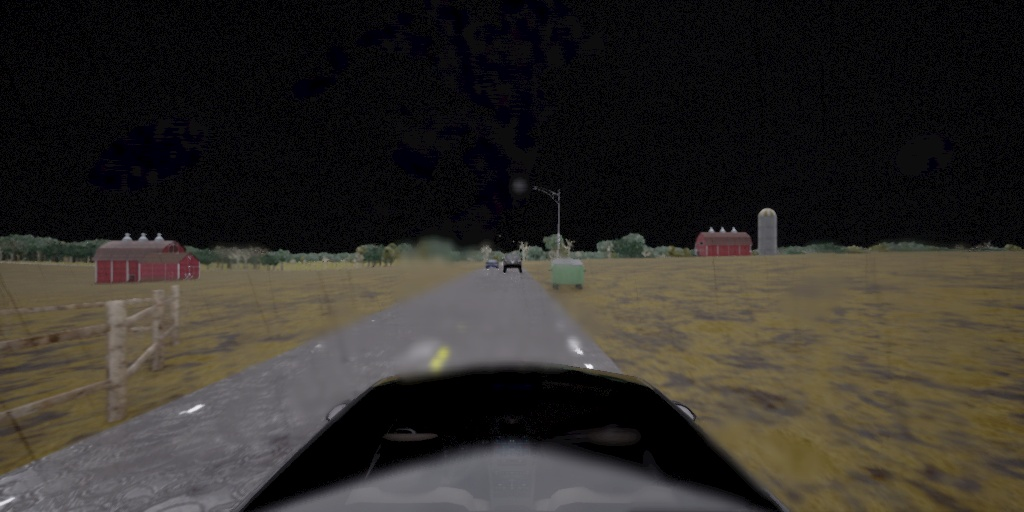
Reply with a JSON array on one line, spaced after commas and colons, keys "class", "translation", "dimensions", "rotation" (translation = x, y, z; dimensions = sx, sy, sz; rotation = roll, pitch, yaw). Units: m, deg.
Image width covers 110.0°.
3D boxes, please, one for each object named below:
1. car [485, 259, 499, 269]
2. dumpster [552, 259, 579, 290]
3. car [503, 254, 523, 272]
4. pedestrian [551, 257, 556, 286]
[{"class": "car", "translation": [-2.809, 1.138, 51.823], "dimensions": [2.033, 1.411, 5.357], "rotation": [0, 0, 1]}, {"class": "dumpster", "translation": [3.126, 1.063, 21.254], "dimensions": [1.020, 1.700, 1.940], "rotation": [0, 0, 0]}, {"class": "car", "translation": [0.085, 0.820, 42.193], "dimensions": [2.150, 2.045, 5.566], "rotation": [0, -1, 0]}, {"class": "pedestrian", "translation": [2.717, 0.916, 22.234], "dimensions": [0.375, 1.860, 0.375], "rotation": [0, 0, -10]}]
